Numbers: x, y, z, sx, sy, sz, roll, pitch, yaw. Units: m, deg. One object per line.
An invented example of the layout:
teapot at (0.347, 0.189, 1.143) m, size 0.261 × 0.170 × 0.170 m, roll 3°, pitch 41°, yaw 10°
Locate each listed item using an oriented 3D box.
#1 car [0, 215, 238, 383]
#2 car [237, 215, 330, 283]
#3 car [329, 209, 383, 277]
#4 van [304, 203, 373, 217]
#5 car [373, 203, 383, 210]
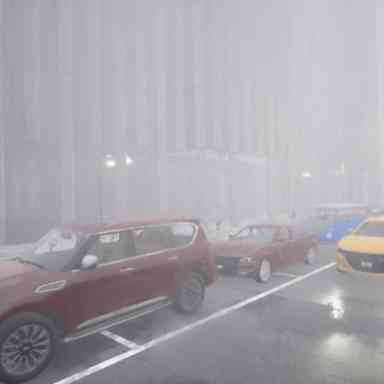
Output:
car at (-1.620, 1.413, 5.876) m, size 2.192 × 1.841 × 5.009 m, roll -2°, pitch -1°, yaw 43°
car at (2.226, 1.618, 9.999) m, size 1.887 × 1.381 × 4.507 m, roll -2°, pitch -1°, yaw 43°
car at (5.943, 1.485, 9.935) m, size 1.882 × 1.535 × 5.008 m, roll -2°, pitch -1°, yaw 43°
van at (6.064, 1.390, 14.126) m, size 1.690 × 1.788 × 3.998 m, roll -2°, pitch -1°, yaw 43°
car at (9.907, 1.465, 18.250) m, size 1.967 × 1.590 × 4.097 m, roll -2°, pitch -1°, yaw 43°
